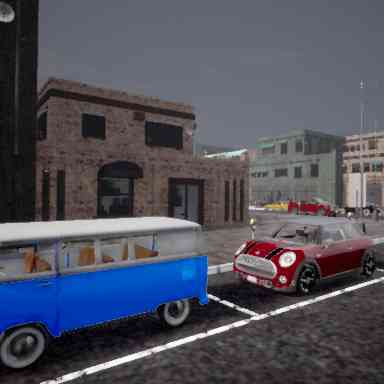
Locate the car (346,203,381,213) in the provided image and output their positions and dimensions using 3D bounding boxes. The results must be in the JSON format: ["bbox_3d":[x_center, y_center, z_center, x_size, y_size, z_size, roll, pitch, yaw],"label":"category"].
[{"bbox_3d":[18.341,1.813,36.504,1.947,1.339,4.313,0,-1,-35],"label":"car"}]

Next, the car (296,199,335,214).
[{"bbox_3d":[15.177,1.740,41.063,1.967,1.590,4.097,0,-1,-35],"label":"car"}]

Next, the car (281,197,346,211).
[{"bbox_3d":[11.458,1.430,31.728,2.192,1.841,5.009,0,-1,-35],"label":"car"}]

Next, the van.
[{"bbox_3d":[-1.610,1.341,5.392,3.998,1.788,1.690,0,1,-35],"label":"van"}]

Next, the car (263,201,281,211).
[{"bbox_3d":[11.916,1.880,45.759,1.752,1.417,4.829,0,-1,-35],"label":"car"}]

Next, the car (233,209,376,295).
[{"bbox_3d":[2.984,1.442,8.671,4.097,1.590,1.967,0,1,-35],"label":"car"}]
